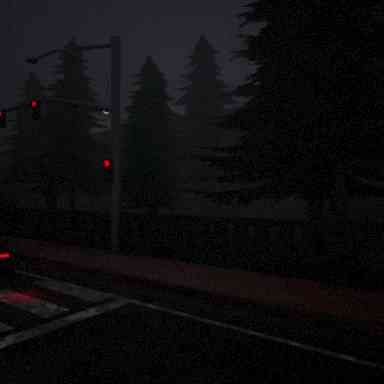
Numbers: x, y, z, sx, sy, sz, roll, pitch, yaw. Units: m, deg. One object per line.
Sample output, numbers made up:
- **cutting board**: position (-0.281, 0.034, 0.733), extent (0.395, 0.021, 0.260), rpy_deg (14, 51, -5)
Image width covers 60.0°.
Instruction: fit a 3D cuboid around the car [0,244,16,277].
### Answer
- **car**: position (-6.818, 1.587, 8.848), extent (5.357, 1.411, 2.033), rpy_deg (0, 0, 36)
